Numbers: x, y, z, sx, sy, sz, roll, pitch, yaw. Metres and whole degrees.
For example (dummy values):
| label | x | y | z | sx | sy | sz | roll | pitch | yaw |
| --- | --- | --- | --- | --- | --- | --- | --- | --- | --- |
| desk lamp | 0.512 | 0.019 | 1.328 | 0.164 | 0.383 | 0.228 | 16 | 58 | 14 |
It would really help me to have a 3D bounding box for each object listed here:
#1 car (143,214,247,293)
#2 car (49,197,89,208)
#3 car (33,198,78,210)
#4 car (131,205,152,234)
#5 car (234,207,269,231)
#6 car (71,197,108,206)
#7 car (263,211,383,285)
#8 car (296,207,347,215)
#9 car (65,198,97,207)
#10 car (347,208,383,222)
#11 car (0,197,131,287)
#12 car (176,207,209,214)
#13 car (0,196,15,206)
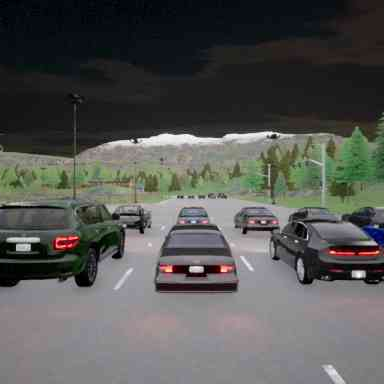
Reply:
| label | x | y | z | sx | sy | sz | roll | pitch | yaw |
| --- | --- | --- | --- | --- | --- | --- | --- | --- | --- |
| car | 0.080 | 1.547 | 8.962 | 2.033 | 1.411 | 5.357 | 0 | 0 | 0 |
| car | -17.187 | 1.505 | 46.651 | 4.892 | 1.490 | 1.837 | 0 | 0 | -3 |
| car | -17.627 | 1.491 | 43.097 | 4.902 | 1.511 | 2.128 | 0 | 0 | -2 |
| car | -3.446 | 1.492 | 19.199 | 2.128 | 1.511 | 4.902 | 0 | 0 | 0 |
| car | 3.553 | 1.547 | 19.009 | 2.033 | 1.411 | 5.357 | 0 | 0 | 0 |
| car | -16.525 | 1.547 | 53.698 | 5.357 | 1.411 | 2.033 | 0 | 0 | -3 |
| car | 3.562 | 1.505 | 9.513 | 1.837 | 1.490 | 4.892 | 0 | 0 | 0 |
| car | 7.053 | 1.564 | 19.424 | 1.994 | 1.385 | 4.181 | 0 | 0 | 0 |
| car | -16.627 | 1.564 | 50.159 | 4.181 | 1.385 | 1.994 | 0 | 0 | -3 |
| car | 7.077 | 1.478 | 10.441 | 1.882 | 1.535 | 5.008 | 0 | 0 | 0 |
| car | -3.424 | 1.221 | 9.452 | 2.150 | 2.045 | 5.566 | 0 | 0 | 0 |
| car | 0.059 | 1.547 | 19.028 | 2.033 | 1.411 | 5.357 | 0 | 0 | 0 |
| car | -31.439 | 1.492 | 53.422 | 4.902 | 1.511 | 2.128 | 0 | 0 | 0 |
